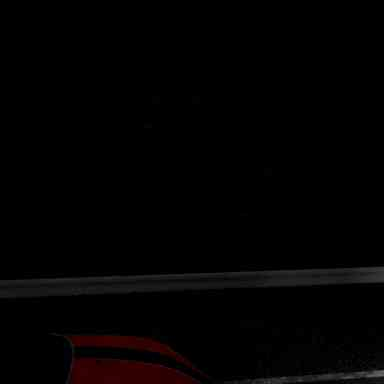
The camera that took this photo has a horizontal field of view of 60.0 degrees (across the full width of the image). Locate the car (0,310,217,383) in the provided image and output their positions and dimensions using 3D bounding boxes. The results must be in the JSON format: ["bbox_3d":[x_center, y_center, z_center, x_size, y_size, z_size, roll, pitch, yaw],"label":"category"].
[{"bbox_3d":[-1.848,1.352,1.669,4.553,1.767,2.097,0,0,-6],"label":"car"}]
